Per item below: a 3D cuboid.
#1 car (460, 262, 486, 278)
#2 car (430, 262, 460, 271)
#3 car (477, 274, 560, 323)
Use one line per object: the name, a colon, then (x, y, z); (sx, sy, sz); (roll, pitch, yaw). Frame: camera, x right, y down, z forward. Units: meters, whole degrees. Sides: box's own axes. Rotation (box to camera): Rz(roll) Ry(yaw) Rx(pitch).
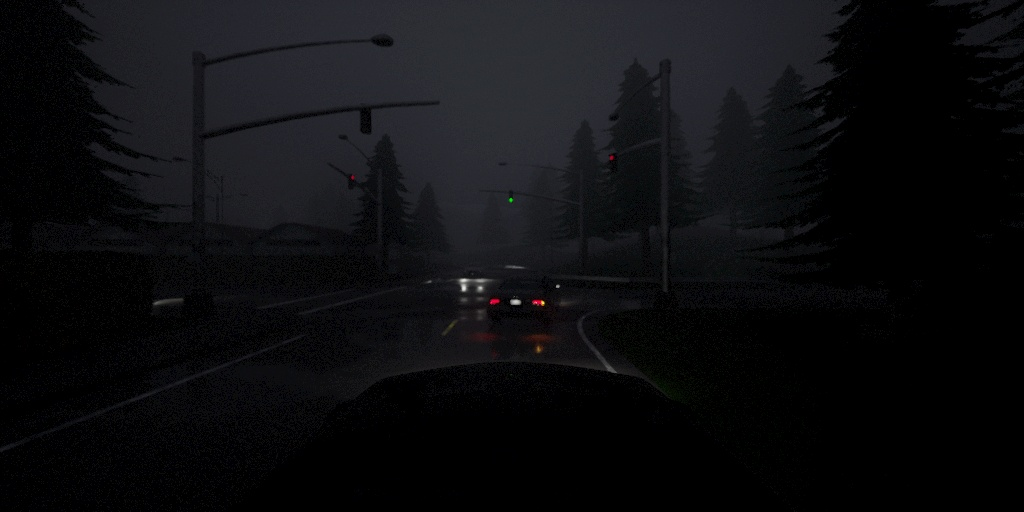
car: (-3.608, 1.349, 34.830); (1.812, 1.442, 4.674); (0, 0, -1)
car: (-9.855, 1.468, 52.151); (4.718, 1.301, 1.895); (0, 0, 18)
car: (0.570, 1.323, 12.277); (2.033, 1.411, 5.357); (0, 0, 11)
